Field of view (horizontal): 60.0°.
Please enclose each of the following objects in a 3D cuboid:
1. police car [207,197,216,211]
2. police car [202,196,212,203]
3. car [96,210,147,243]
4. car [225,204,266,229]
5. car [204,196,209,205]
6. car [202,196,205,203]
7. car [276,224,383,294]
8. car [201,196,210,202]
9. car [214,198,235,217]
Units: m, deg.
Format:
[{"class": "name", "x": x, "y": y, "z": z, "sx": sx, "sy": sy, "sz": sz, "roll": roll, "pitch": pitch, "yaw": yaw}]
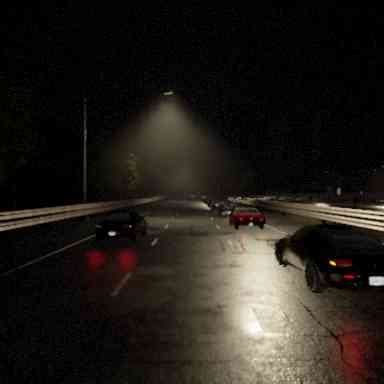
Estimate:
[{"class": "police car", "x": 3.521, "y": 1.724, "z": 44.463, "sx": 2.038, "sy": 1.542, "sz": 4.974, "roll": 0, "pitch": 0, "yaw": 0}, {"class": "police car", "x": 3.536, "y": 1.819, "z": 77.462, "sx": 2.038, "sy": 1.542, "sz": 4.974, "roll": 0, "pitch": 0, "yaw": 0}, {"class": "car", "x": -3.396, "y": 1.609, "z": 16.430, "sx": 1.812, "sy": 1.442, "sz": 4.674, "roll": 0, "pitch": 0, "yaw": 0}, {"class": "car", "x": 3.613, "y": 1.716, "z": 22.609, "sx": 1.895, "sy": 1.301, "sz": 4.718, "roll": 0, "pitch": 0, "yaw": 0}, {"class": "car", "x": 3.526, "y": 1.764, "z": 55.462, "sx": 1.837, "sy": 1.490, "sz": 4.892, "roll": 0, "pitch": 0, "yaw": 0}, {"class": "car", "x": 3.531, "y": 1.722, "z": 66.462, "sx": 2.033, "sy": 1.649, "sz": 4.856, "roll": 0, "pitch": 0, "yaw": 0}, {"class": "car", "x": 3.599, "y": 1.571, "z": 8.787, "sx": 1.812, "sy": 1.442, "sz": 4.674, "roll": 0, "pitch": 0, "yaw": 0}, {"class": "car", "x": 3.541, "y": 1.831, "z": 88.462, "sx": 2.128, "sy": 1.511, "sz": 4.902, "roll": 0, "pitch": 0, "yaw": 0}, {"class": "car", "x": 3.516, "y": 1.673, "z": 33.463, "sx": 1.837, "sy": 1.490, "sz": 4.892, "roll": 0, "pitch": 0, "yaw": 0}]
